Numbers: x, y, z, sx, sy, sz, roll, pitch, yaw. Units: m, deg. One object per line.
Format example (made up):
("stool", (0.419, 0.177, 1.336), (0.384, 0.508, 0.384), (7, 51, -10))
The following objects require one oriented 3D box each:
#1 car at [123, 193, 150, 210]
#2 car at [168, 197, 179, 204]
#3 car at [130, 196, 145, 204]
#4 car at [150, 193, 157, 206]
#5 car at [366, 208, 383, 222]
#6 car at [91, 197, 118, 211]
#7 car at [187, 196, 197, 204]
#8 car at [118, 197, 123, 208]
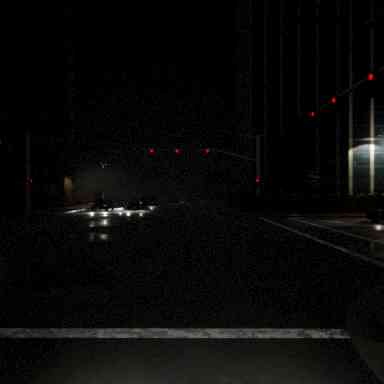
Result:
("car", (-7.141, 1.352, 43.421), (2.097, 1.767, 4.553), (0, 0, 0))
("car", (-3.566, 1.601, 65.546), (1.895, 1.301, 4.718), (0, 0, 0))
("car", (-10.569, 1.494, 64.835), (2.128, 1.511, 4.902), (0, 0, 0))
("car", (-7.133, 1.224, 54.714), (2.150, 2.045, 5.566), (0, 0, 1))
("car", (15.459, 1.478, 24.352), (5.008, 1.535, 1.882), (0, 0, -1))
("car", (-10.619, 1.526, 39.912), (1.812, 1.442, 4.674), (0, 0, 0))
("car", (-0.065, 1.526, 64.979), (1.812, 1.442, 4.674), (0, 0, 0))
("car", (-10.641, 1.491, 49.181), (2.128, 1.511, 4.902), (0, 0, 0))
